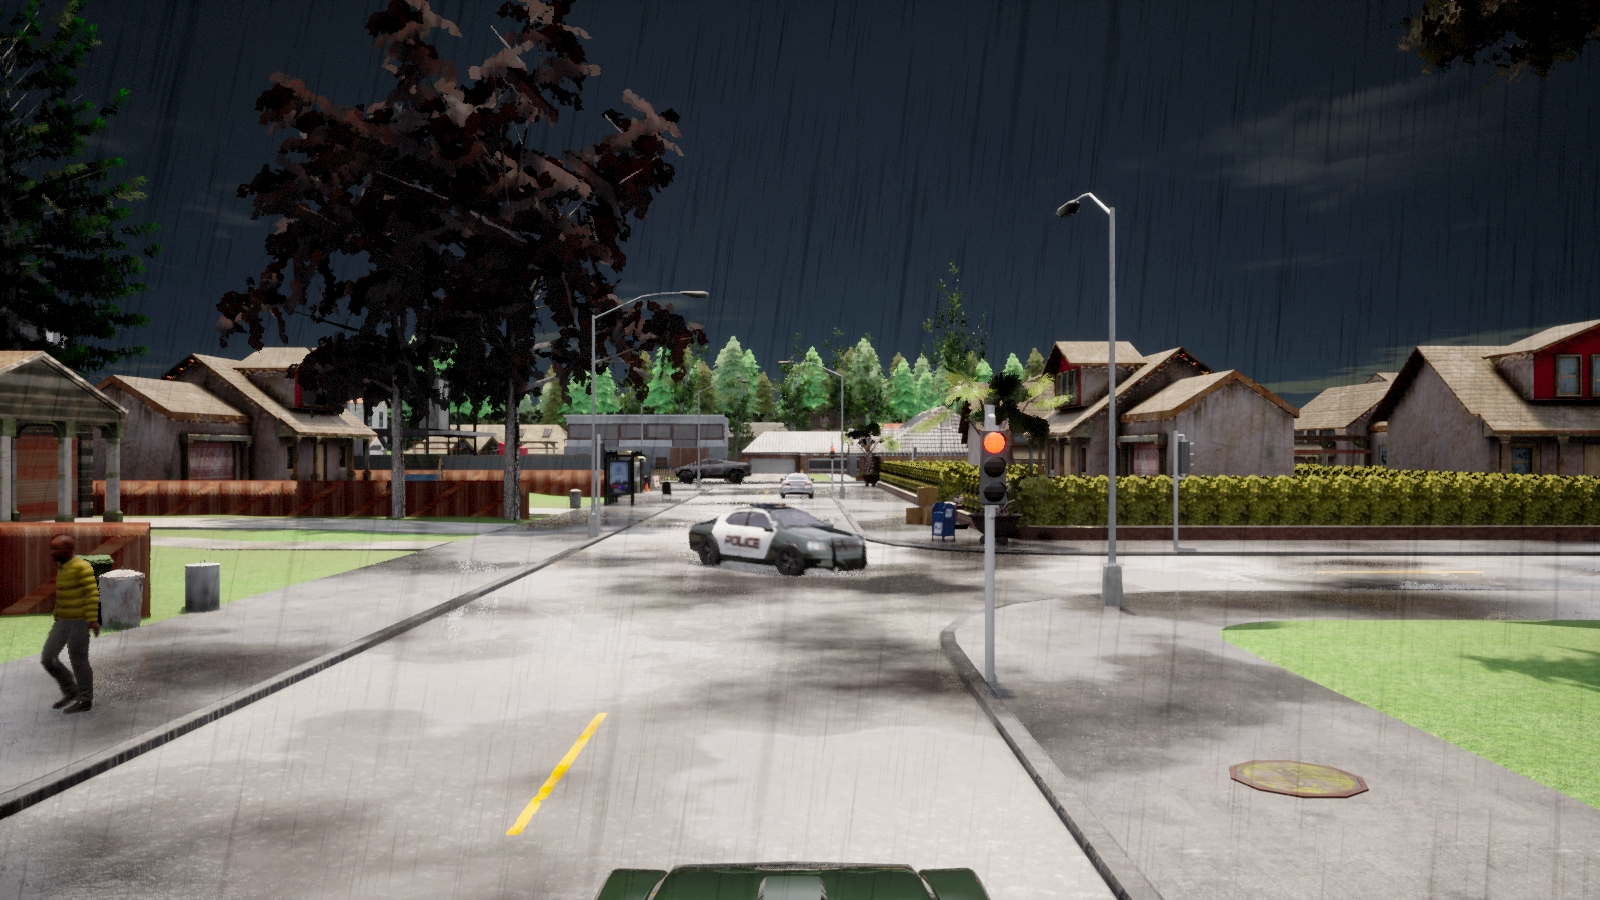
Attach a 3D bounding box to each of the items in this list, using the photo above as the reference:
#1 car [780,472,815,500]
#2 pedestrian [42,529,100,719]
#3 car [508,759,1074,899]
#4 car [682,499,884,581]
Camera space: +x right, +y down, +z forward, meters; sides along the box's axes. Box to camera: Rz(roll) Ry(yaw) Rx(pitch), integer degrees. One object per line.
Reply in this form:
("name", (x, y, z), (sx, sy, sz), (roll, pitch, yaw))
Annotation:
("car", (-0.164, 2.081, 66.907), (2.002, 1.442, 4.674), (0, 0, 0))
("pedestrian", (-7.401, 1.746, 11.604), (0.375, 1.860, 0.375), (0, 0, 33))
("car", (-0.028, 2.155, 3.193), (1.895, 1.301, 4.718), (0, 0, 0))
("car", (-0.509, 2.038, 26.916), (2.038, 1.542, 4.974), (1, 0, -41))
